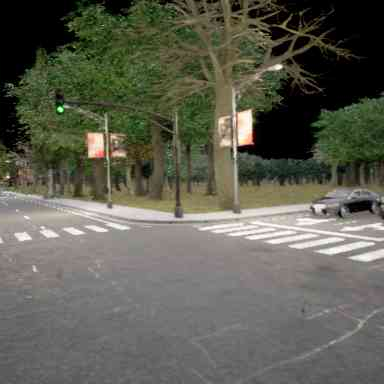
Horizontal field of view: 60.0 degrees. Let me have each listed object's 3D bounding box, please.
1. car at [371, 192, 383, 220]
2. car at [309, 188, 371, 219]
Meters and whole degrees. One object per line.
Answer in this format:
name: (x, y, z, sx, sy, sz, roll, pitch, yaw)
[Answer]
car: (11.047, 0.653, 16.333, 4.181, 1.385, 1.994, -3, 3, -33)
car: (8.635, 0.555, 18.652, 4.902, 1.511, 2.128, -3, 3, -32)
